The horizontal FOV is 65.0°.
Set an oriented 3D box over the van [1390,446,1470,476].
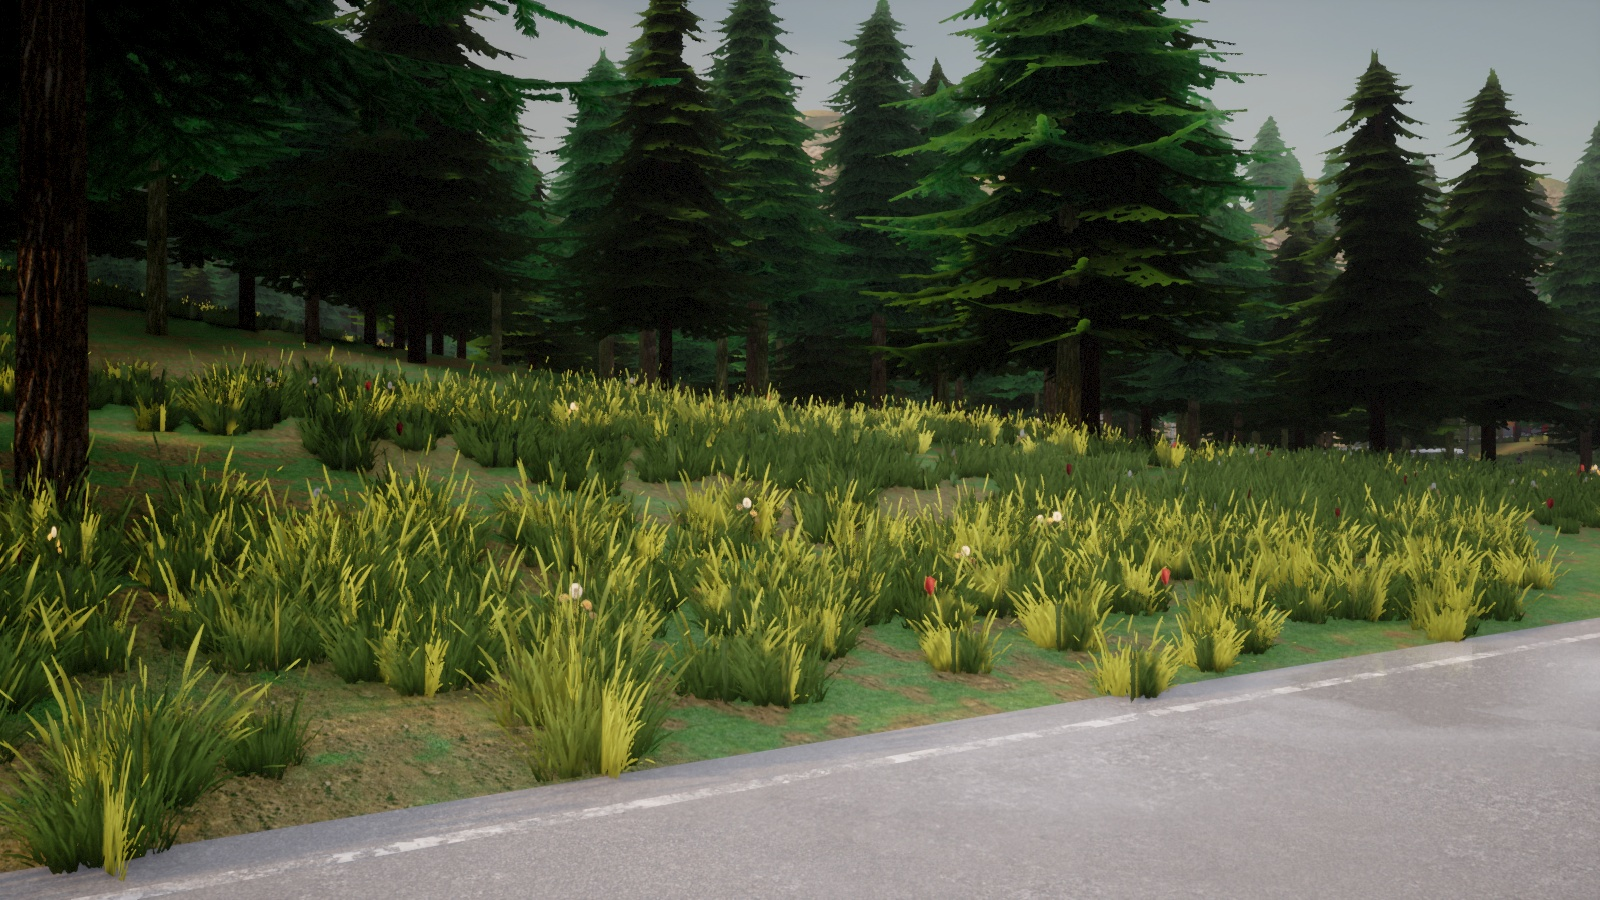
[{"bbox_3d":[43.393,0.728,86.515,2.069,2.038,4.480,0,0,-35],"label":"van"}]
